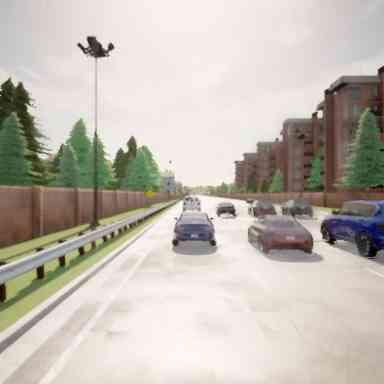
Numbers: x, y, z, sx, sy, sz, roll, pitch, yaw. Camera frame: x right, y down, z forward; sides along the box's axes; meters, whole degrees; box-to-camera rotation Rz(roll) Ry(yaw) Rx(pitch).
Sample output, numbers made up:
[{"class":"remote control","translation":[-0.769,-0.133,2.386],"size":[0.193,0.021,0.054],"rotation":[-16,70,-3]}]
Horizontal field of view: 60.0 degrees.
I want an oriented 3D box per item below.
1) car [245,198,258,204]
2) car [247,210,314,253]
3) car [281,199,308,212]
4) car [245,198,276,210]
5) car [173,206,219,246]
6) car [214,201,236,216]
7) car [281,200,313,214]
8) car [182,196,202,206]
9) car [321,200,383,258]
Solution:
[{"class":"car","translation":[13.653,2.064,77.231],"size":[2.033,1.411,5.357],"rotation":[0,0,0]},{"class":"car","translation":[3.594,1.661,14.162],"size":[1.994,1.385,4.181],"rotation":[0,0,0]},{"class":"car","translation":[13.849,1.799,45.082],"size":[2.128,1.511,4.902],"rotation":[0,0,0]},{"class":"car","translation":[6.993,1.581,33.719],"size":[2.097,1.767,4.553],"rotation":[0,0,0]},{"class":"car","translation":[0.095,1.634,15.868],"size":[1.812,1.442,4.674],"rotation":[0,0,0]},{"class":"car","translation":[3.488,1.746,35.187],"size":[1.837,1.490,4.892],"rotation":[0,0,0]},{"class":"car","translation":[10.493,1.580,33.647],"size":[2.097,1.767,4.553],"rotation":[0,0,0]},{"class":"car","translation":[-0.036,1.496,40.193],"size":[2.150,2.045,5.566],"rotation":[0,0,0]},{"class":"car","translation":[7.097,1.314,13.222],"size":[2.150,2.045,5.566],"rotation":[0,0,0]}]
